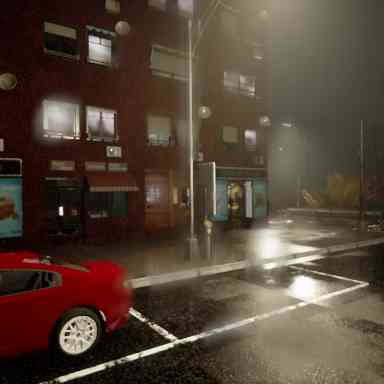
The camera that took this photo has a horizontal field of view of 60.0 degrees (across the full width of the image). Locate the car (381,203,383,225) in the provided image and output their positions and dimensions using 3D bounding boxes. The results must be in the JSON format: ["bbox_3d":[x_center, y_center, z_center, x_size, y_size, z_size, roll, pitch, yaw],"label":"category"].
[{"bbox_3d":[15.667,1.522,22.104,1.882,1.535,5.008,0,-1,-35],"label":"car"}]

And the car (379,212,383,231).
[{"bbox_3d":[12.929,1.404,18.532,2.097,1.767,4.553,-1,-1,-20],"label":"car"}]

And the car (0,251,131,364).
[{"bbox_3d":[-3.054,1.545,4.396,4.507,1.381,1.887,0,-1,-35],"label":"car"}]

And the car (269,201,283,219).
[{"bbox_3d":[5.779,1.766,30.568,1.994,1.385,4.181,-1,0,-35],"label":"car"}]

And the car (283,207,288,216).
[{"bbox_3d":[7.482,1.678,33.804,1.837,1.490,4.892,-1,0,-35],"label":"car"}]
